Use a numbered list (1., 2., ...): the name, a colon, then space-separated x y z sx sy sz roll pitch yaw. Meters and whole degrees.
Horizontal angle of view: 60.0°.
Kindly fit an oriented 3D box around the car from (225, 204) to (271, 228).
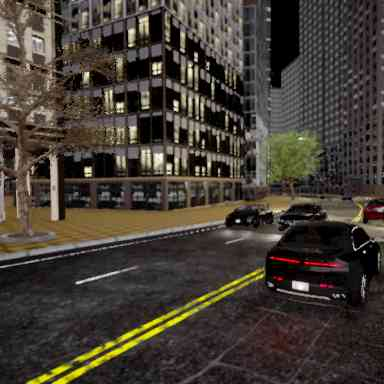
1. car: 3.688 1.453 20.606 1.994 1.385 4.181 0 0 33

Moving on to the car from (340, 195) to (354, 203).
1. car: 25.876 1.091 55.551 1.895 1.301 4.718 0 0 22

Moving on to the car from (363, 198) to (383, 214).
1. car: 13.324 1.213 23.378 2.097 1.767 4.553 0 0 31

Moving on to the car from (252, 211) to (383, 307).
1. car: 3.362 1.459 8.075 1.837 1.490 4.892 0 0 35

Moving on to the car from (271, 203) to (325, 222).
1. car: 6.308 1.400 18.664 1.837 1.490 4.892 0 0 33
